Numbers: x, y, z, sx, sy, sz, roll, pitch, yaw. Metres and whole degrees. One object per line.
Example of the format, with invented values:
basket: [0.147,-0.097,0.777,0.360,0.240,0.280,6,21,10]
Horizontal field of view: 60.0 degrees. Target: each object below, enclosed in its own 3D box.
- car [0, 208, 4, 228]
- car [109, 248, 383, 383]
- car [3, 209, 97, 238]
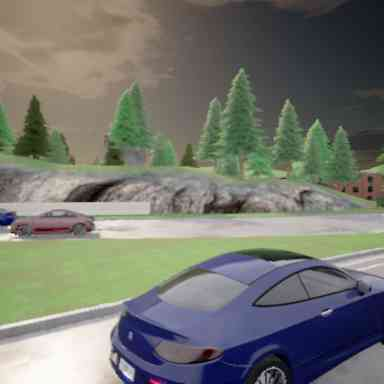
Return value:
car: [-13.372,1.534,20.309,5.008,1.535,1.882,0,0,-10]
car: [1.207,1.531,4.596,4.674,1.442,1.812,0,0,-37]
car: [-7.238,1.606,17.666,4.181,1.385,1.994,0,0,-8]
